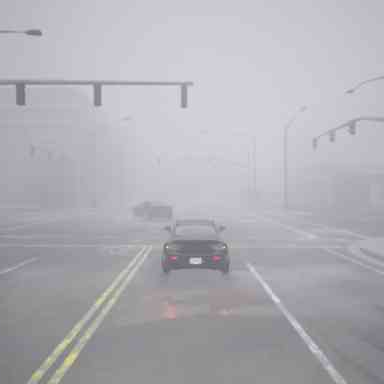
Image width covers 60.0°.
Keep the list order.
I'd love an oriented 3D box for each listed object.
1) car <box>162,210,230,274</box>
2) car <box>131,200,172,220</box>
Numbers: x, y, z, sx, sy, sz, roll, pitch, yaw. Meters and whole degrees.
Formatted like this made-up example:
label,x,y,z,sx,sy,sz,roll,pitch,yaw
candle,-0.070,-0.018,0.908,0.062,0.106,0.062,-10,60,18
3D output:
label,x,y,z,sx,sy,sz,roll,pitch,yaw
car,0.102,1.522,10.443,1.812,1.442,4.674,0,0,0
car,-3.394,1.435,27.461,1.882,1.535,5.008,1,0,-31
